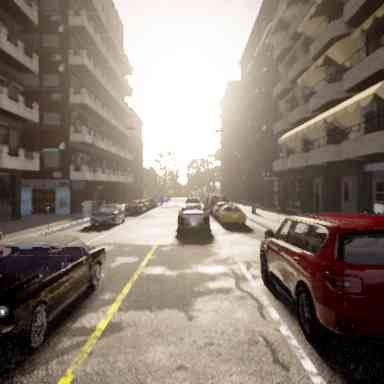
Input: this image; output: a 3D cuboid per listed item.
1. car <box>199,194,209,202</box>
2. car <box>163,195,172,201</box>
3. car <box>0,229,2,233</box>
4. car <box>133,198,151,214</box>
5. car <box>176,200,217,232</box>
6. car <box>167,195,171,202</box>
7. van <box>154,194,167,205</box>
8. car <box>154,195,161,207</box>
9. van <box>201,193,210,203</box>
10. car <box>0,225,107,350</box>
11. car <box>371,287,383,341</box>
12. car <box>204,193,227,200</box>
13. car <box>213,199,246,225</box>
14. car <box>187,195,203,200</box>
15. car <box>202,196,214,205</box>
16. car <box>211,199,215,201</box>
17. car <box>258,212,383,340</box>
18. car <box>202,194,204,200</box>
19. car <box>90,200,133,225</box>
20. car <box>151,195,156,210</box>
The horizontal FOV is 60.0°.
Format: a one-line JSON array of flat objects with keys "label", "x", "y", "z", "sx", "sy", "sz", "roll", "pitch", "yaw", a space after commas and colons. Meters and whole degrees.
[{"label": "car", "x": 2.662, "y": 1.271, "z": 72.759, "sx": 1.967, "sy": 1.590, "sz": 4.097, "roll": -1, "pitch": 0, "yaw": 0}, {"label": "car", "x": -5.813, "y": 1.399, "z": 78.227, "sx": 1.802, "sy": 1.307, "sz": 4.206, "roll": -1, "pitch": 0, "yaw": 0}, {"label": "car", "x": -5.710, "y": 1.301, "z": 6.418, "sx": 2.192, "sy": 1.841, "sz": 5.009, "roll": -1, "pitch": 0, "yaw": 0}, {"label": "car", "x": -5.709, "y": 1.469, "z": 34.039, "sx": 1.887, "sy": 1.381, "sz": 4.507, "roll": -1, "pitch": 0, "yaw": 0}, {"label": "car", "x": 0.093, "y": 1.448, "z": 19.654, "sx": 2.128, "sy": 1.511, "sz": 4.902, "roll": 0, "pitch": 0, "yaw": 0}, {"label": "car", "x": -5.714, "y": 1.371, "z": 67.015, "sx": 1.752, "sy": 1.417, "sz": 4.829, "roll": -1, "pitch": 0, "yaw": 0}, {"label": "van", "x": -5.716, "y": 1.214, "z": 56.136, "sx": 1.690, "sy": 1.788, "sz": 3.998, "roll": -1, "pitch": 0, "yaw": 0}, {"label": "car", "x": -5.711, "y": 1.465, "z": 45.088, "sx": 1.947, "sy": 1.339, "sz": 4.313, "roll": -1, "pitch": 0, "yaw": 0}, {"label": "van", "x": 2.661, "y": 1.186, "z": 67.234, "sx": 1.690, "sy": 1.788, "sz": 3.998, "roll": -1, "pitch": 0, "yaw": 0}, {"label": "car", "x": -3.101, "y": 1.587, "z": 6.318, "sx": 1.895, "sy": 1.301, "sz": 4.718, "roll": 0, "pitch": 0, "yaw": 0}, {"label": "car", "x": 2.676, "y": 1.564, "z": 0.944, "sx": 1.947, "sy": 1.339, "sz": 4.313, "roll": -1, "pitch": 0, "yaw": 0}, {"label": "car", "x": 2.666, "y": 1.239, "z": 34.089, "sx": 2.192, "sy": 1.841, "sz": 5.009, "roll": -1, "pitch": 0, "yaw": 0}, {"label": "car", "x": 2.672, "y": 1.473, "z": 23.211, "sx": 1.752, "sy": 1.417, "sz": 4.829, "roll": -1, "pitch": 0, "yaw": 0}, {"label": "car", "x": 0.094, "y": 1.384, "z": 41.805, "sx": 1.882, "sy": 1.535, "sz": 5.008, "roll": 0, "pitch": 0, "yaw": 0}, {"label": "car", "x": 2.667, "y": 1.417, "z": 56.186, "sx": 1.887, "sy": 1.381, "sz": 4.507, "roll": -1, "pitch": 0, "yaw": 0}, {"label": "car", "x": 2.672, "y": 1.518, "z": 28.565, "sx": 1.802, "sy": 1.307, "sz": 4.206, "roll": -1, "pitch": 0, "yaw": 0}, {"label": "car", "x": 2.670, "y": 1.300, "z": 6.467, "sx": 2.192, "sy": 1.841, "sz": 5.009, "roll": -1, "pitch": 0, "yaw": 0}, {"label": "car", "x": 2.664, "y": 1.213, "z": 45.137, "sx": 2.192, "sy": 1.841, "sz": 5.009, "roll": -1, "pitch": 0, "yaw": 0}, {"label": "car", "x": -5.708, "y": 1.500, "z": 22.991, "sx": 2.008, "sy": 1.369, "sz": 4.403, "roll": -1, "pitch": 0, "yaw": 0}, {"label": "car", "x": -5.711, "y": 1.438, "z": 39.394, "sx": 1.752, "sy": 1.417, "sz": 4.829, "roll": -1, "pitch": 0, "yaw": 0}]
